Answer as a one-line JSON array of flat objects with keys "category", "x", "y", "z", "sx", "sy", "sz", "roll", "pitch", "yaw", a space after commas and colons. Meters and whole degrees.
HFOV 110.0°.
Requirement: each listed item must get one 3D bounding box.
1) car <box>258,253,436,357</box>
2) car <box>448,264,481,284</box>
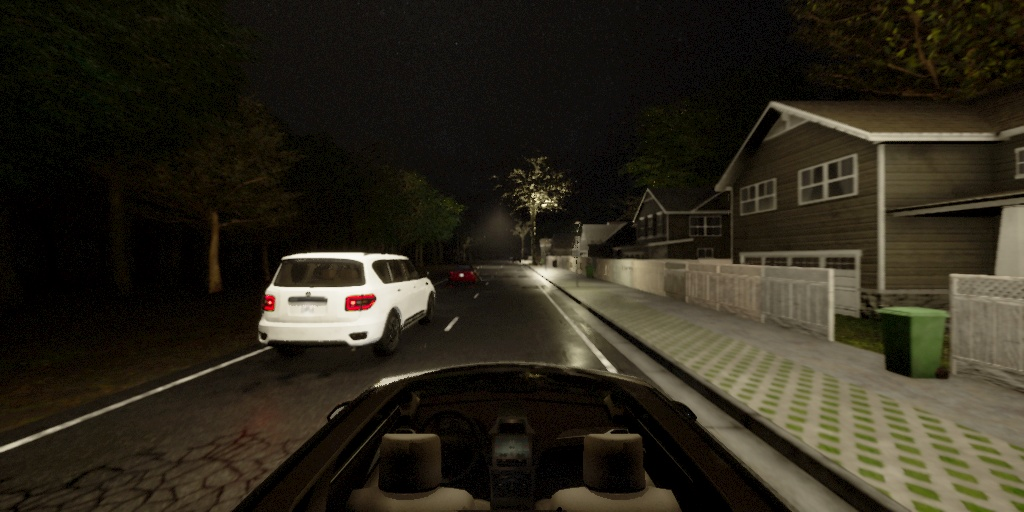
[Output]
[{"category": "car", "x": -3.400, "y": 0.954, "z": 8.646, "sx": 2.150, "sy": 2.045, "sz": 5.566, "roll": 0, "pitch": 0, "yaw": 0}, {"category": "car", "x": -3.398, "y": 1.246, "z": 26.162, "sx": 1.994, "sy": 1.385, "sz": 4.181, "roll": 0, "pitch": 0, "yaw": 0}]
